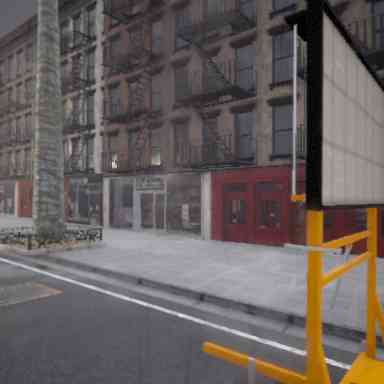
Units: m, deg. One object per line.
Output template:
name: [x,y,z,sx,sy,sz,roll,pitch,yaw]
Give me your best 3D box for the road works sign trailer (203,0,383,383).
road works sign trailer: [1.283,0.536,3.067,2.880,3.560,2.380,0,-1,39]
